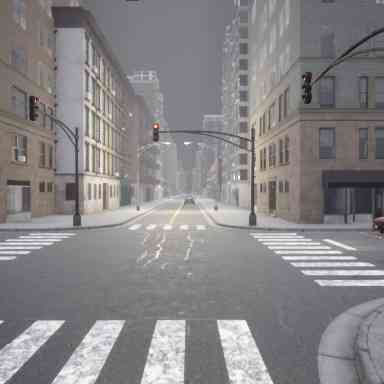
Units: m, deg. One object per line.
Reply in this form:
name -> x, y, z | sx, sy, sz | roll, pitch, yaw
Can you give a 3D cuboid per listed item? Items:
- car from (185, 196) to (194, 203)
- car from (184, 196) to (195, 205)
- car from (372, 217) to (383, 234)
car -> -0.535, 1.548, 69.189 | 1.812, 1.442, 4.674 | 0, 0, 0
car -> -0.457, 1.541, 59.184 | 1.812, 1.442, 4.674 | 0, 0, 0
car -> 11.644, 1.529, 16.987 | 4.507, 1.381, 1.887 | 0, 0, 0
